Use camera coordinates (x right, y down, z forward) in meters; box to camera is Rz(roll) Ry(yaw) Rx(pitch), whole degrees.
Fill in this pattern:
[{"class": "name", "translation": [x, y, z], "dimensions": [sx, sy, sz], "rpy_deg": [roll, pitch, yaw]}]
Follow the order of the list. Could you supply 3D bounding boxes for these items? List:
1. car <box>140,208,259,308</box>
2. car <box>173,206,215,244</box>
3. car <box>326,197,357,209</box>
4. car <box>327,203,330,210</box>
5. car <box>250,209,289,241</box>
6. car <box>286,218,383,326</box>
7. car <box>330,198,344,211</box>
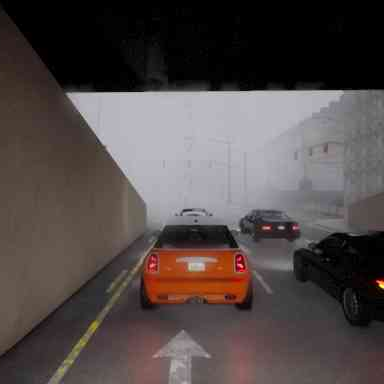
[{"class": "car", "translation": [0.086, 1.351, 8.057], "dimensions": [2.097, 1.767, 4.553], "rpy_deg": [0, 0, 0]}, {"class": "car", "translation": [0.093, 1.523, 16.735], "dimensions": [1.812, 1.442, 4.674], "rpy_deg": [0, 0, 0]}, {"class": "car", "translation": [17.558, 1.289, 38.944], "dimensions": [1.853, 1.218, 4.536], "rpy_deg": [0, 0, 45]}, {"class": "car", "translation": [17.522, 1.447, 38.907], "dimensions": [2.038, 1.542, 4.974], "rpy_deg": [0, 0, 45]}, {"class": "car", "translation": [3.626, 1.545, 16.406], "dimensions": [2.033, 1.411, 5.357], "rpy_deg": [0, 0, -3]}, {"class": "car", "translation": [3.584, 1.525, 6.914], "dimensions": [1.812, 1.442, 4.674], "rpy_deg": [0, 0, 0]}, {"class": "car", "translation": [17.419, 1.447, 34.300], "dimensions": [2.038, 1.542, 4.974], "rpy_deg": [0, 0, -35]}]
